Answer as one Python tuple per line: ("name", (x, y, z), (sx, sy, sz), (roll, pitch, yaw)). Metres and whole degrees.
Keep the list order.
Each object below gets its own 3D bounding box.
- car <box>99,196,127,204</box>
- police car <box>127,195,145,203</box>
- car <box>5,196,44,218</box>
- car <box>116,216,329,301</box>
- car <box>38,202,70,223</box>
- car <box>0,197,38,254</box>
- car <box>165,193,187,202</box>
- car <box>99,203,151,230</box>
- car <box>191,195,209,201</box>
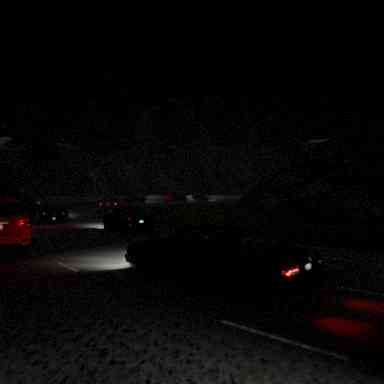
("car", (-9.020, 1.320, 37.375), (2.097, 1.767, 4.553), (0, 0, -4))
("police car", (-11.723, 1.376, 68.629), (1.930, 1.638, 5.238), (0, 0, 34))
("car", (-15.204, 1.304, 30.526), (2.097, 1.767, 4.553), (0, 0, -12))
("car", (0.531, 1.547, 8.426), (5.357, 1.411, 2.033), (0, 0, 43))
("car", (-10.461, 1.566, 25.577), (1.895, 1.301, 4.718), (0, 0, -19))
("car", (-7.693, 1.198, 12.638), (2.150, 2.045, 5.566), (0, 0, -36))
("car", (-3.725, 1.193, 77.809), (5.566, 2.045, 2.150), (0, 0, -42))
("car", (-3.753, 1.549, 19.431), (1.994, 1.385, 4.181), (0, 0, -32))
("car", (2.027, 1.488, 82.357), (4.892, 1.490, 1.837), (0, 0, -34))
